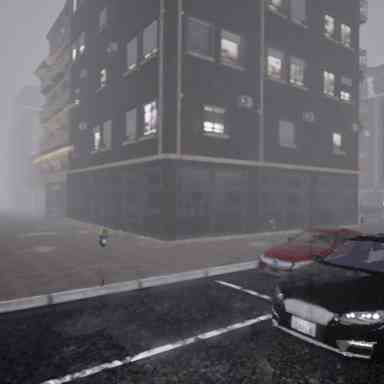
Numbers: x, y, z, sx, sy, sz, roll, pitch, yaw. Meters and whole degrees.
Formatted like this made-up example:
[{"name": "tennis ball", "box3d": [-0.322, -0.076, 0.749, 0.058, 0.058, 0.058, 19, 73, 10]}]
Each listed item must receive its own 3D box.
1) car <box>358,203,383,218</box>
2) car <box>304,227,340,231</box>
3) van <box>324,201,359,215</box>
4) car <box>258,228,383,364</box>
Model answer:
[{"name": "car", "box3d": [19.300, 2.007, 36.785, 2.128, 1.511, 4.902, 1, -1, -36]}, {"name": "car", "box3d": [3.697, 1.648, 9.196, 4.206, 1.307, 1.802, 1, 0, -36]}, {"name": "van", "box3d": [20.347, 2.096, 45.268, 1.690, 1.788, 3.998, 0, -1, -36]}, {"name": "car", "box3d": [3.480, 1.541, 5.858, 4.902, 1.511, 2.128, 1, 0, -35]}]
